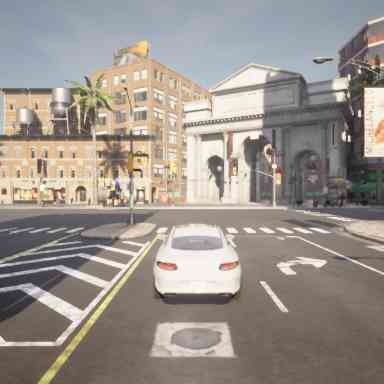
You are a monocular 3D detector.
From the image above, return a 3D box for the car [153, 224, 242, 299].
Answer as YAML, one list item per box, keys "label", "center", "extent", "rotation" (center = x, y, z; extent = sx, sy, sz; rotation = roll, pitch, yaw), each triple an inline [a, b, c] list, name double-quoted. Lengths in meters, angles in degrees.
- label: "car"
  center: [0.106, 1.526, 8.347]
  extent: [1.812, 1.442, 4.674]
  rotation: [0, 0, 0]
